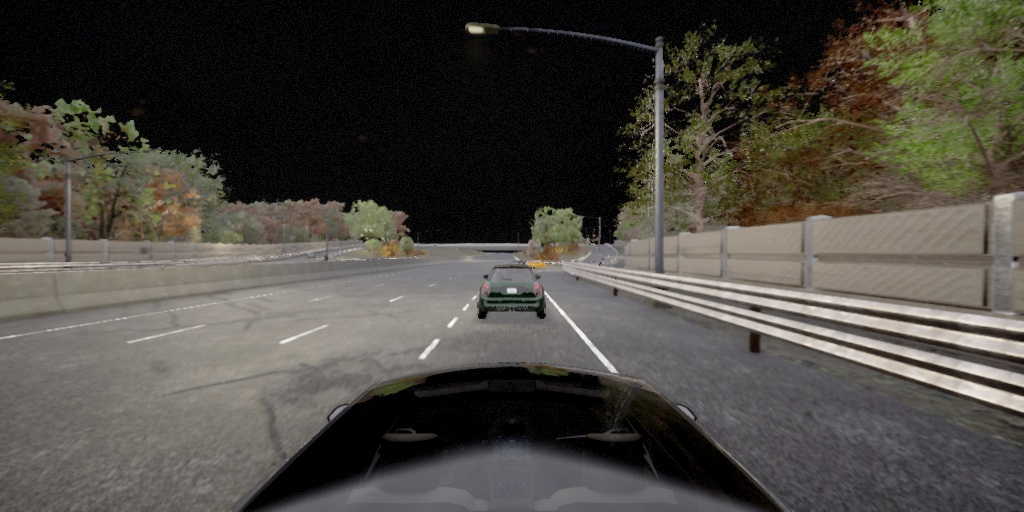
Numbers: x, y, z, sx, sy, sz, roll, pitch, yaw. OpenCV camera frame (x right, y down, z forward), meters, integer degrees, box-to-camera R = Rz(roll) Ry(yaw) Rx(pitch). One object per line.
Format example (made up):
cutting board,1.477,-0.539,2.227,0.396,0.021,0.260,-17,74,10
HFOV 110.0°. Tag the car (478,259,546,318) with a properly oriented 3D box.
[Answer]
car,-0.004,1.065,12.993,2.097,1.767,4.553,0,0,0

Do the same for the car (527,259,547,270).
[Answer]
car,3.823,1.282,53.364,1.882,1.535,5.008,0,-2,17
